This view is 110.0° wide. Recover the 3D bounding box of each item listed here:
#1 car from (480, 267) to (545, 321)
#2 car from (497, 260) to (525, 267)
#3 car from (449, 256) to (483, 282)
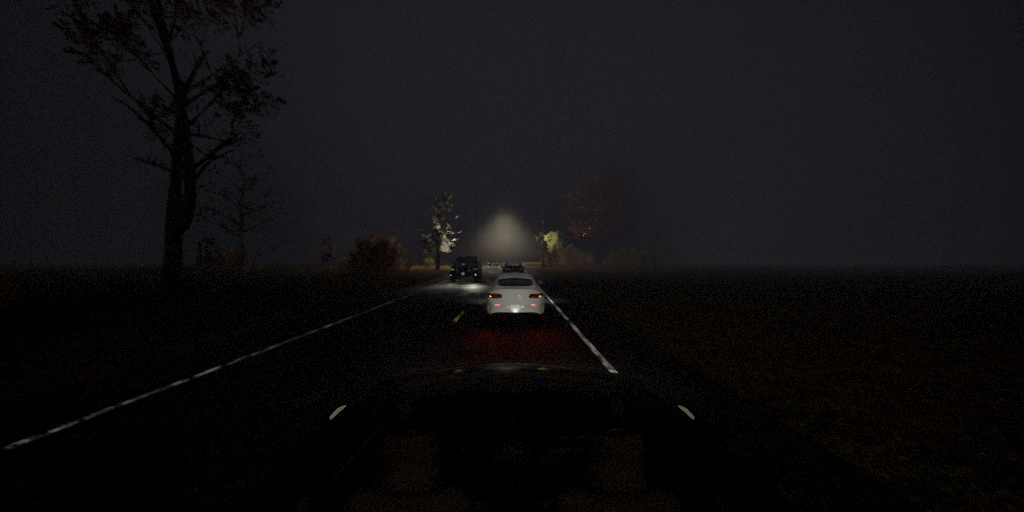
[{"bbox_3d":[0.095,1.277,12.346,1.812,1.442,4.674,0,0,0],"label":"car"},{"bbox_3d":[0.090,1.242,30.314,2.128,1.511,4.902,0,0,0],"label":"car"},{"bbox_3d":[-3.607,0.975,29.108,2.150,2.045,5.566,0,0,0],"label":"car"}]
